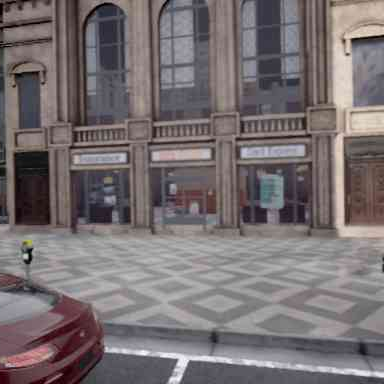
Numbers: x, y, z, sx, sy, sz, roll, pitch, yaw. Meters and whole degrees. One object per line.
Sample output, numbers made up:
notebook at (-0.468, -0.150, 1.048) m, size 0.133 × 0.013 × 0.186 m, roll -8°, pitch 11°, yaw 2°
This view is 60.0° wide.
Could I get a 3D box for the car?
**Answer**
car at (-3.119, 1.595, 3.845) m, size 4.206 × 1.307 × 1.802 m, roll -1°, pitch 0°, yaw 12°
